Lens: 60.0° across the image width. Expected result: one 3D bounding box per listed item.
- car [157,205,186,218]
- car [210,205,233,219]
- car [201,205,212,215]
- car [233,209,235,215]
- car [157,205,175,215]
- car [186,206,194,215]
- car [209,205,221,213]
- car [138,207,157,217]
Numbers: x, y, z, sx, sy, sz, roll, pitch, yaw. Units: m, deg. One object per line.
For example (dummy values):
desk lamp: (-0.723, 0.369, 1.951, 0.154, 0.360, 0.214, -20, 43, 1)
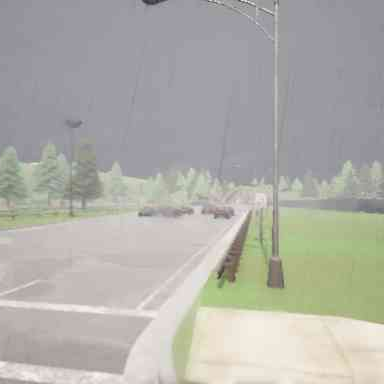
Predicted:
car: (-2.731, 2.741, 45.797, 2.128, 1.511, 4.902, 0, -2, 11)
car: (3.984, 2.773, 43.657, 1.837, 1.490, 4.892, 0, -2, 11)
car: (2.871, 2.963, 56.481, 2.097, 1.767, 4.553, 0, -2, 11)
car: (5.825, 3.076, 53.781, 1.837, 1.490, 4.892, 0, -2, 11)
car: (-4.344, 3.006, 56.522, 1.882, 1.535, 5.008, 0, -2, 11)
car: (-0.904, 3.042, 55.880, 2.128, 1.511, 4.902, 0, -2, 11)
car: (4.628, 3.419, 65.894, 1.812, 1.442, 4.674, 0, -2, 11)
car: (-6.112, 2.800, 46.718, 1.994, 1.385, 4.181, 0, -2, 11)
